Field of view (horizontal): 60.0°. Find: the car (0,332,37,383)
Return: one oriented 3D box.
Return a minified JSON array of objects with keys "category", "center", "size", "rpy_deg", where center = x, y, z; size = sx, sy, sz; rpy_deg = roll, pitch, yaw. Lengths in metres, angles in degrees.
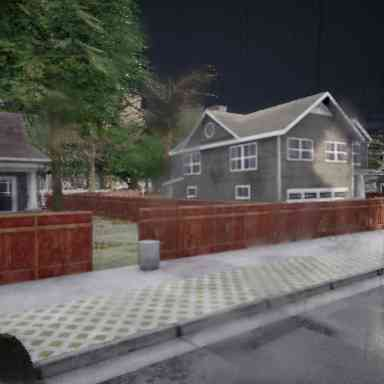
[{"category":"car","center":[-2.984,1.510,0.884],"size":[4.902,1.511,2.128],"rpy_deg":[-1,1,-36]}]
